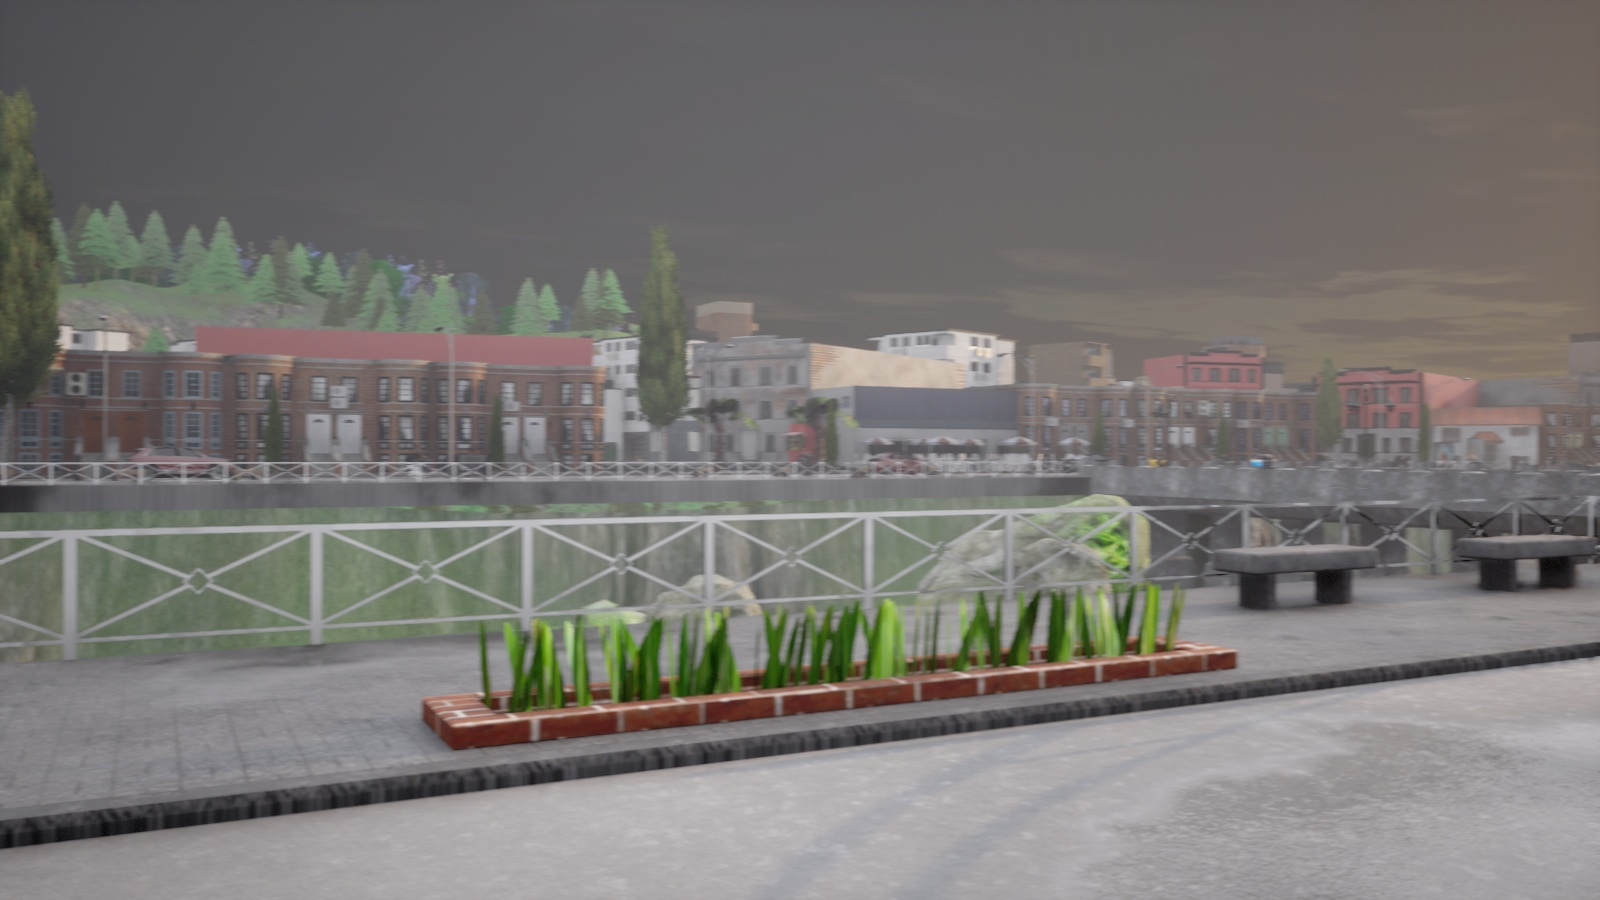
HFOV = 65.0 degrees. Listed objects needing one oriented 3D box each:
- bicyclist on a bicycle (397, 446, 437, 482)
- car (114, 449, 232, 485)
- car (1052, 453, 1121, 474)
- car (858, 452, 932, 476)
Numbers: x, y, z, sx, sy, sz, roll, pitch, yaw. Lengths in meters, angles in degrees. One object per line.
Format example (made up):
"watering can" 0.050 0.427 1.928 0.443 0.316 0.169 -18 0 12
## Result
"bicyclist on a bicycle" -19.359 0.702 63.437 1.843 1.776 0.659 0 0 -28
"car" -29.097 0.767 58.356 4.856 1.649 2.033 0 0 -28
"car" 19.025 0.876 83.455 4.181 1.385 1.994 0 0 -28
"car" 5.800 0.832 76.558 4.193 1.474 1.816 0 0 -28
